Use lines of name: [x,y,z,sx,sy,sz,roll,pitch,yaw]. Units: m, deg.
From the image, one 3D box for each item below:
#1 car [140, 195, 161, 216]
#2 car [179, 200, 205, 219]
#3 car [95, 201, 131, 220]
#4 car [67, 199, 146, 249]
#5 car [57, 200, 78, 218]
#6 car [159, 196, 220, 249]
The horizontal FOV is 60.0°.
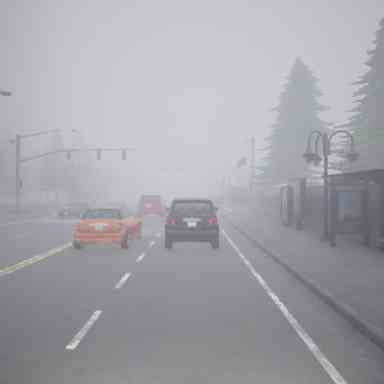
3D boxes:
car: [-3.500,1.256,29.680,2.150,2.045,5.566,0,0,0]
car: [0.000,1.493,29.650,2.128,1.511,4.902,0,0,0]
car: [-7.000,1.600,30.120,2.033,1.411,5.357,0,0,0]
car: [-3.500,1.364,14.620,2.097,1.767,4.553,0,0,0]
car: [-10.500,1.558,30.120,1.837,1.490,4.892,0,0,0]
car: [0.000,1.256,14.680,2.150,2.045,5.566,0,0,0]
